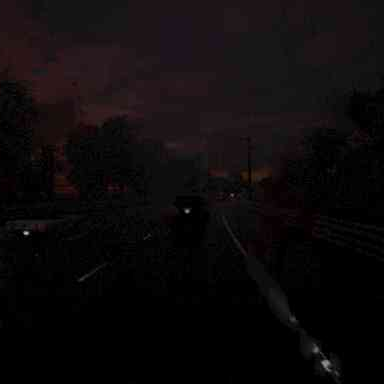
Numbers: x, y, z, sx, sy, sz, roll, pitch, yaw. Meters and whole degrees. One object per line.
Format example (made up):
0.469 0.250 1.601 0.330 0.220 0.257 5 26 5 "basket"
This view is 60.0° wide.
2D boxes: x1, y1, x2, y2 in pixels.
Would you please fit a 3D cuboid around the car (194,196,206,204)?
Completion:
1.653 1.562 67.125 1.837 1.490 4.892 0 0 8 "car"

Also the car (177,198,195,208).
-0.798 1.595 48.581 1.994 1.385 4.181 0 0 7 "car"

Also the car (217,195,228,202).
6.814 1.577 77.819 1.837 1.490 4.892 0 0 9 "car"

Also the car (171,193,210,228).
-0.029 1.231 22.199 2.150 2.045 5.566 0 0 5 "car"

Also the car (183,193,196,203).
-0.591 1.290 75.817 2.150 2.045 5.566 0 0 9 "car"

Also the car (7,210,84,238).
-7.449 1.597 17.558 1.895 1.301 4.718 0 0 5 "car"
